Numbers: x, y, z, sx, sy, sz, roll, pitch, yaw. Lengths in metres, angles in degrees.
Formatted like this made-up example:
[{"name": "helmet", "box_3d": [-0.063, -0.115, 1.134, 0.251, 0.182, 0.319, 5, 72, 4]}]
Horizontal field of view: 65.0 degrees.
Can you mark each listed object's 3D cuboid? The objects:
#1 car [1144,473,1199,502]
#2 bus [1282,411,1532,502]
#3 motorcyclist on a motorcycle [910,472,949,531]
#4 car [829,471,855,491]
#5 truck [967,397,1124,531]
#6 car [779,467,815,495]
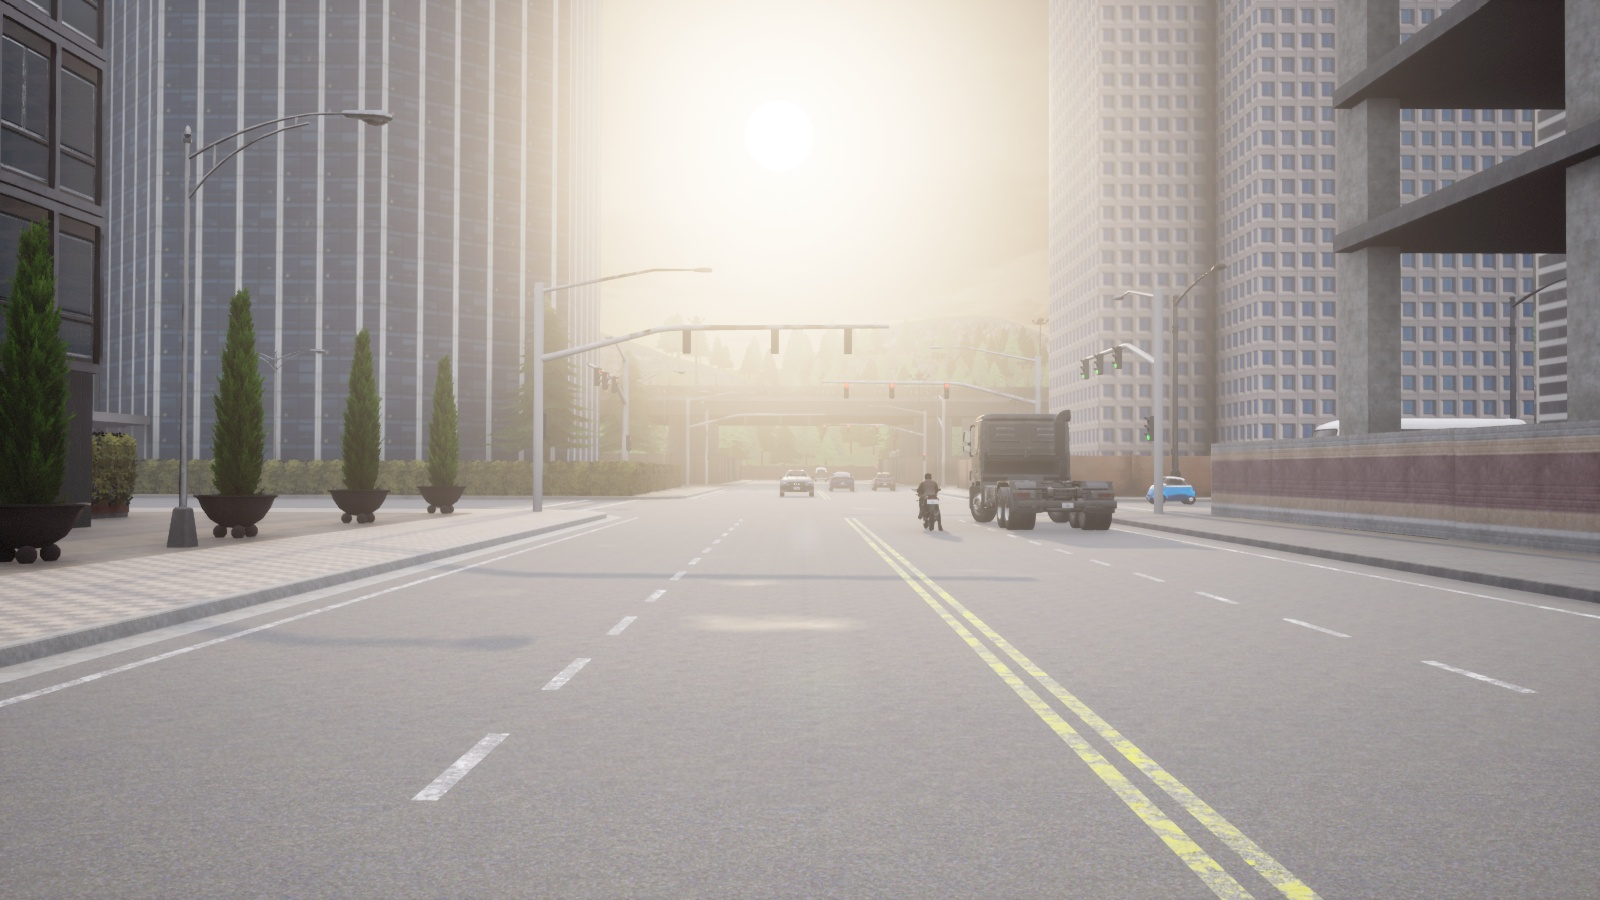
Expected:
[{"name": "car", "box_3d": [18.165, 1.826, 61.453, 2.207, 1.376, 1.481, 0, -1, 0]}, {"name": "bus", "box_3d": [29.482, 0.349, 61.421, 10.273, 4.253, 3.944, 0, -1, 0]}, {"name": "motorcyclist on a motorcycle", "box_3d": [3.422, 1.341, 33.314, 0.797, 1.523, 2.044, 0, -1, 0]}, {"name": "car", "box_3d": [3.270, 2.425, 98.267, 1.882, 1.535, 5.008, 0, -1, 0]}, {"name": "truck", "box_3d": [6.892, 0.416, 36.473, 2.891, 3.462, 7.936, 0, -1, -1]}, {"name": "car", "box_3d": [-0.183, 1.908, 78.435, 2.152, 1.651, 5.027, 0, -1, 0]}]
